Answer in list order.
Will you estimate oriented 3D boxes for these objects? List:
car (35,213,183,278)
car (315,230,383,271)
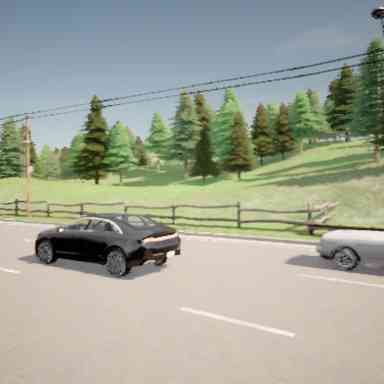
[{"bbox_3d":[-2.599,1.377,9.774,4.902,1.511,2.128,0,1,32],"label":"car"},{"bbox_3d":[5.764,1.418,8.569,4.718,1.301,1.895,0,1,35],"label":"car"}]
